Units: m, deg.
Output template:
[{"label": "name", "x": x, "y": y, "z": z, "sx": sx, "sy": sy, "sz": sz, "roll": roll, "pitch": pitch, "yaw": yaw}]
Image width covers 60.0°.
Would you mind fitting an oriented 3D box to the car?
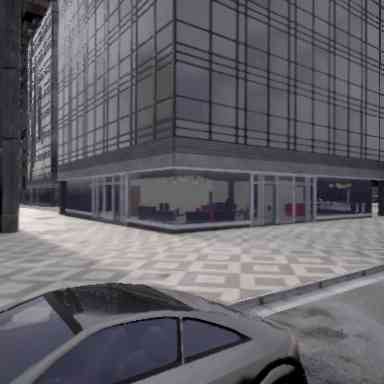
[{"label": "car", "x": -0.961, "y": 1.566, "z": 2.693, "sx": 4.181, "sy": 1.385, "sz": 1.994, "roll": 0, "pitch": 0, "yaw": -35}]
